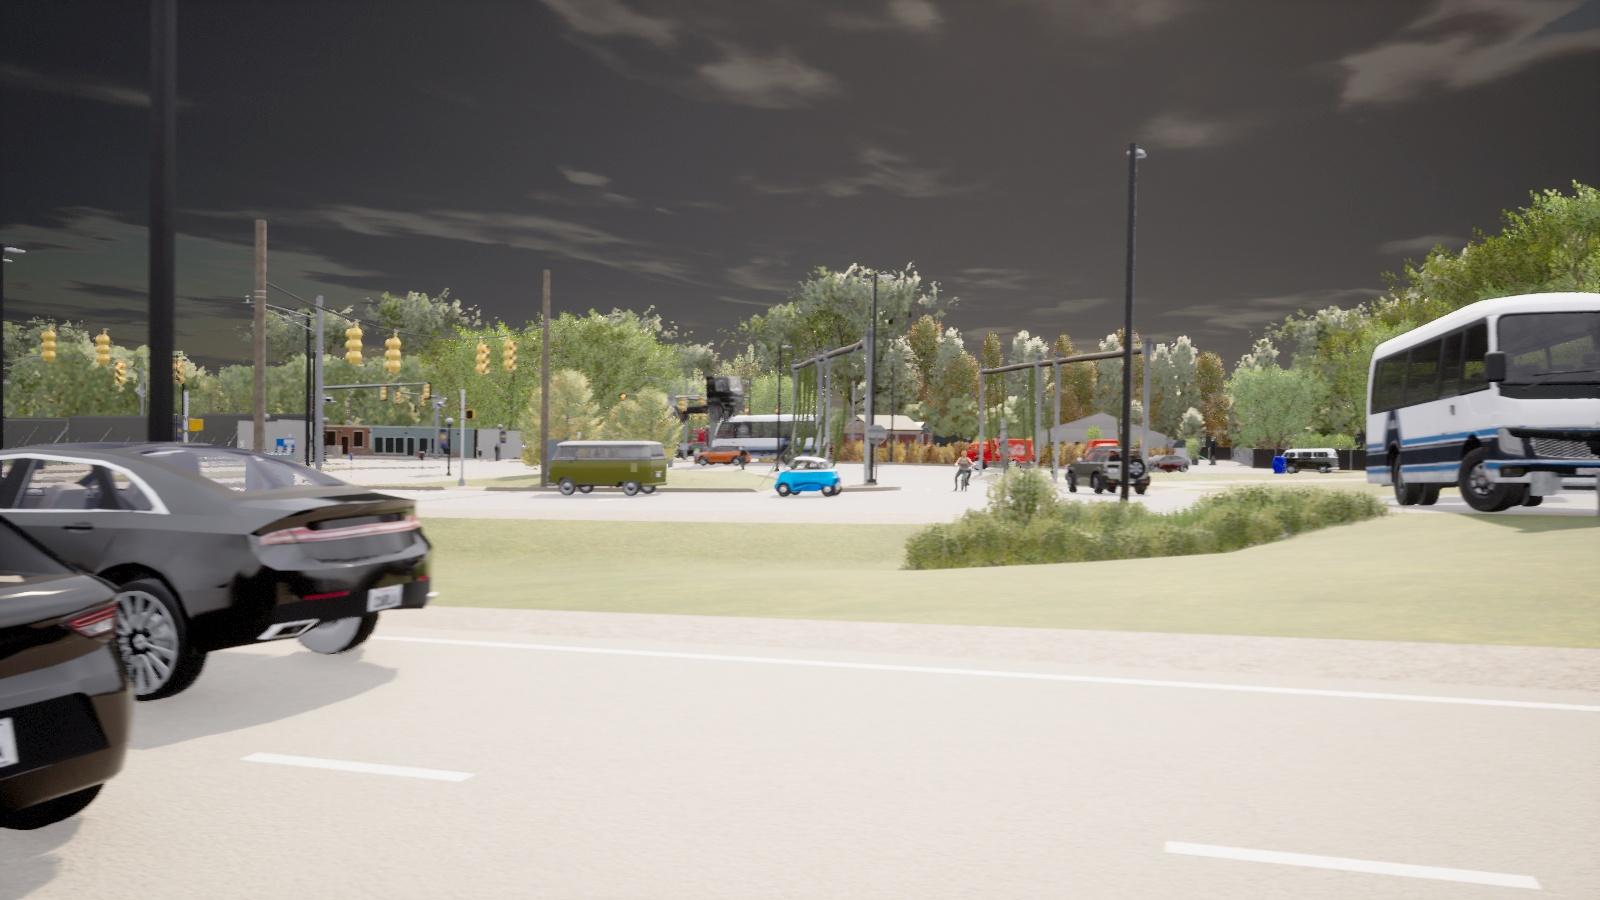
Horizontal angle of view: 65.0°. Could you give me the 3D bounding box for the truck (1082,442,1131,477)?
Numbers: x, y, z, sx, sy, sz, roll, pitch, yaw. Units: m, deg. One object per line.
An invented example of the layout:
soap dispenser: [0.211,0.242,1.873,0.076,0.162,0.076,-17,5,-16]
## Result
truck: [22.222,0.651,91.192,2.627,2.467,5.204,0,0,4]

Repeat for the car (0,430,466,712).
car: [-4.999,0.622,8.568,4.902,1.511,2.128,1,1,19]

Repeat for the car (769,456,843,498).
car: [0.221,0.912,43.633,2.207,1.376,1.481,0,1,19]

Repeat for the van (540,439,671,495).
van: [-7.122,0.599,46.054,4.442,1.987,1.775,0,1,18]

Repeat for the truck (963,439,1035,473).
truck: [15.531,0.471,98.030,5.204,2.467,2.627,1,2,16]

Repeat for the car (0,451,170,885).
car: [-4.788,0.742,4.804,4.193,1.474,1.816,1,1,19]

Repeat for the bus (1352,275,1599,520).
bus: [15.110,-0.761,26.813,3.944,4.253,10.273,0,-2,11]

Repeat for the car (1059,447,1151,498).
car: [11.759,0.864,48.696,1.932,1.855,4.605,1,-1,-7]
